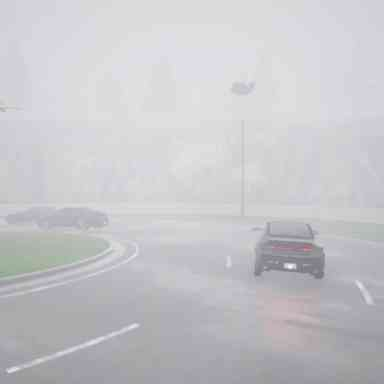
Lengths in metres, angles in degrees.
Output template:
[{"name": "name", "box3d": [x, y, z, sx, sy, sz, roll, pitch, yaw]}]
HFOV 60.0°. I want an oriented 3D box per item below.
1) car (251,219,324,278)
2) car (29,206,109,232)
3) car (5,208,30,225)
[{"name": "car", "box3d": [2.990, 1.632, 10.670, 1.837, 1.490, 4.892, 2, 0, 13]}, {"name": "car", "box3d": [-7.881, 1.729, 21.943, 4.892, 1.490, 1.837, 0, -3, 18]}, {"name": "car", "box3d": [-11.810, 1.780, 25.627, 4.674, 1.442, 1.812, 0, -1, -4]}]
